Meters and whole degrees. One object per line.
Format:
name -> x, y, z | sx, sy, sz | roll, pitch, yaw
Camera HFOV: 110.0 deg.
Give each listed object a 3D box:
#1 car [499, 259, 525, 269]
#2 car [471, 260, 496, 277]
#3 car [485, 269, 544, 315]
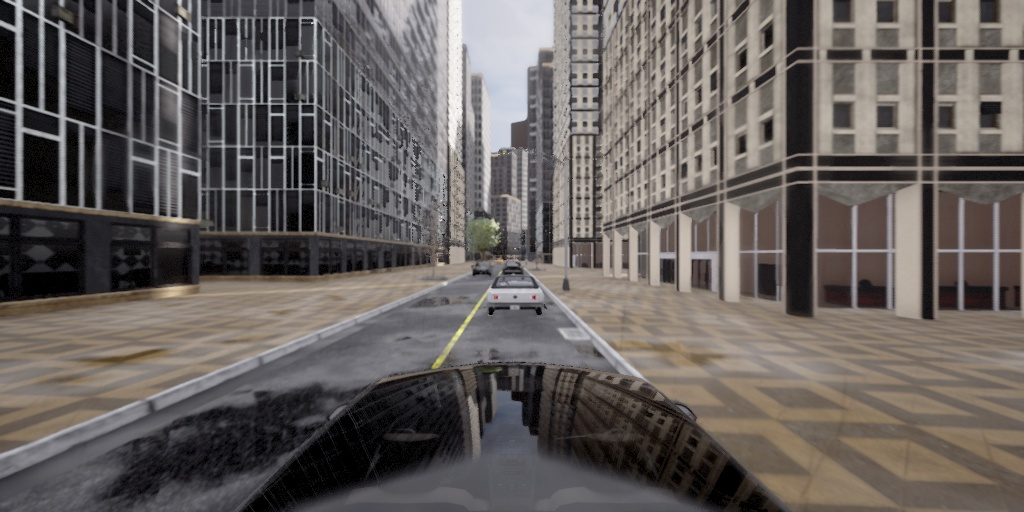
car -> 0.098, 1.261, 31.386 | 1.837, 1.490, 4.892 | 0, 0, 0
car -> -2.837, 1.266, 35.273 | 1.837, 1.490, 4.892 | 0, 0, 0
car -> 0.103, 1.353, 13.671 | 1.895, 1.301, 4.718 | 0, 0, 0
